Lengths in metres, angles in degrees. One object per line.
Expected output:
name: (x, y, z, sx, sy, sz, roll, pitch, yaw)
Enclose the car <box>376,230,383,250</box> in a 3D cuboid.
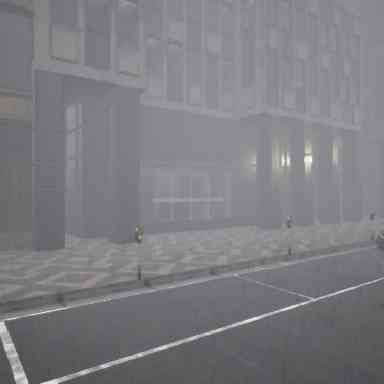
car: (8.906, 1.582, 13.003, 4.206, 1.307, 1.802, 0, 0, -35)
